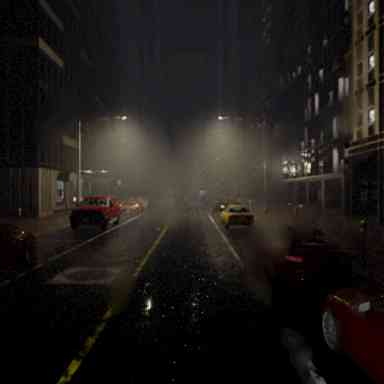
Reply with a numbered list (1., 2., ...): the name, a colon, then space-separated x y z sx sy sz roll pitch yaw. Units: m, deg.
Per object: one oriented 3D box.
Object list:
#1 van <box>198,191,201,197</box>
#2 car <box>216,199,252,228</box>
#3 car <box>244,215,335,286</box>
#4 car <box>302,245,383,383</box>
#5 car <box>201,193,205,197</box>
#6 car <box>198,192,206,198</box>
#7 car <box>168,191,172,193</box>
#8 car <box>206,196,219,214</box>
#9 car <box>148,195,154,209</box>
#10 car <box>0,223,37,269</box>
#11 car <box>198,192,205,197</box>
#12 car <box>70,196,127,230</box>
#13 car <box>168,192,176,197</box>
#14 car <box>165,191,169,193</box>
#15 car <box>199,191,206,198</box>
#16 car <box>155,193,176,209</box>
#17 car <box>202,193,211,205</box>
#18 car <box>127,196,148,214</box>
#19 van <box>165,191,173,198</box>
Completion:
1. van: 2.693 0.621 82.625 1.690 1.788 3.998 1 1 0
2. car: 2.695 1.368 20.378 1.752 1.417 4.829 1 0 0
3. car: 2.696 1.515 8.859 1.802 1.307 4.206 1 0 0
4. car: 2.696 1.557 3.185 1.802 1.307 4.206 0 0 0
5. car: 2.693 1.185 48.581 1.802 1.307 4.206 1 1 0
6. car: 2.690 0.773 88.301 2.008 1.369 4.403 1 1 0
7. car: -5.689 0.998 65.628 2.008 1.369 4.403 1 1 0
8. car: 2.694 1.316 31.558 1.947 1.339 4.313 1 0 0
9. car: -5.687 1.229 37.081 1.752 1.417 4.829 1 0 0
10. car: -5.685 1.515 8.873 1.802 1.307 4.206 1 0 0
11. car: 2.689 0.747 93.976 1.802 1.307 4.206 1 1 0
12. car: -5.684 1.159 20.223 2.192 1.841 5.009 1 0 0
13. car: -5.691 0.731 94.003 1.947 1.339 4.313 1 1 0
14. car: -5.688 1.045 59.951 1.887 1.381 4.507 1 1 0
15. car: 2.692 1.045 59.928 1.887 1.381 4.507 1 1 0
16. car: -3.004 1.215 39.696 1.812 1.442 4.674 0 0 0
17. car: 2.693 1.197 42.907 1.887 1.381 4.507 1 1 0
18. car: -5.686 1.190 31.574 1.967 1.590 4.097 1 0 0
19. van: -5.688 0.621 82.651 1.690 1.788 3.998 1 1 0
